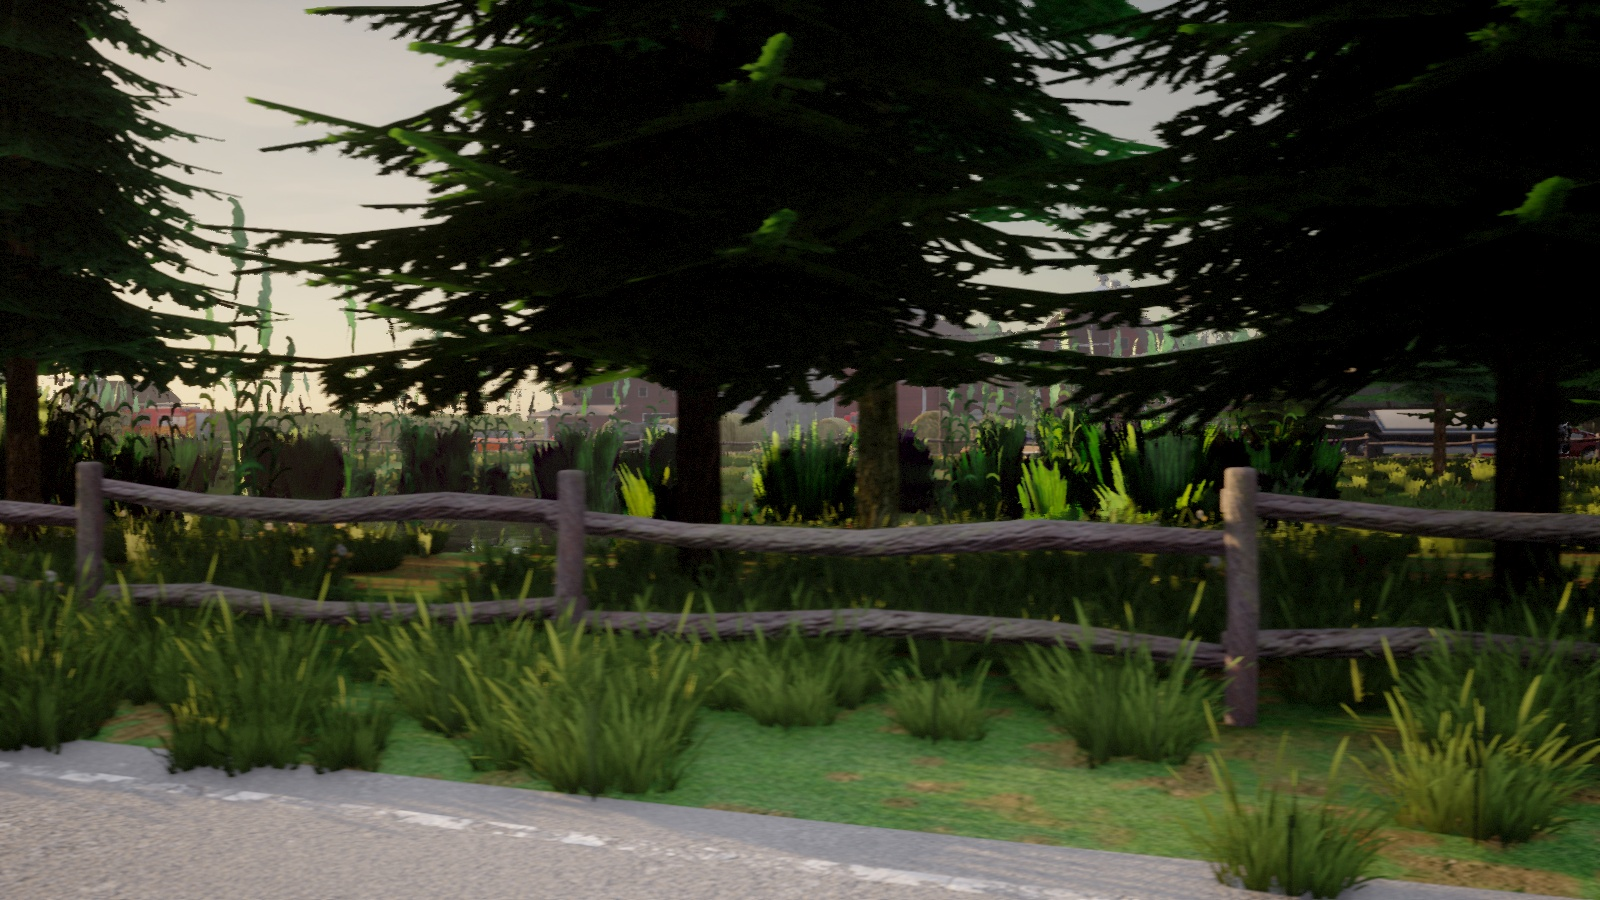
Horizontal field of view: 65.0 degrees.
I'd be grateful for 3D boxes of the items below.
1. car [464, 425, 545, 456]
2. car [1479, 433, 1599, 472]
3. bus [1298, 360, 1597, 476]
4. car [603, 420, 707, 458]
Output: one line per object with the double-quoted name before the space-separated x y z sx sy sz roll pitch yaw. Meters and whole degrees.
"car" -17.716 -0.594 75.217 4.553 1.767 2.097 1 1 30
"car" 30.811 0.082 51.666 5.008 1.535 1.882 1 1 29
"bus" 25.772 -1.271 50.382 10.273 4.253 3.944 1 1 30
"car" -8.076 -0.607 69.733 5.566 2.045 2.150 0 1 30
